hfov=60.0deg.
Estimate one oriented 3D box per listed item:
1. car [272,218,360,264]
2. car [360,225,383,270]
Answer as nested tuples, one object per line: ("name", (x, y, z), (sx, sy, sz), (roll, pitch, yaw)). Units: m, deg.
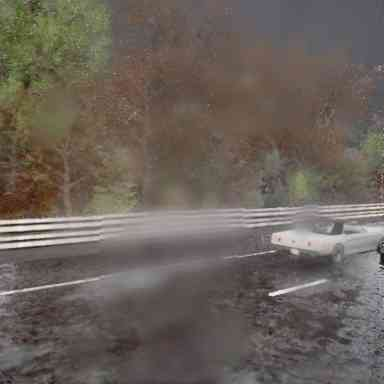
("car", (5.083, 1.582, 11.698), (4.718, 1.301, 1.895), (0, 0, -34))
("car", (6.752, 1.468, 8.566), (4.902, 1.511, 2.128), (0, 0, -35))
